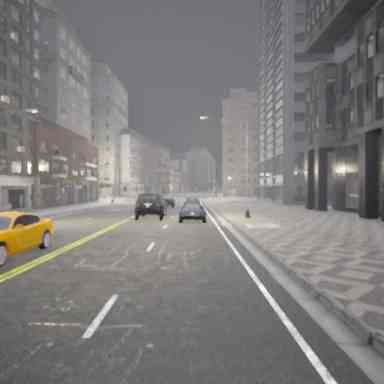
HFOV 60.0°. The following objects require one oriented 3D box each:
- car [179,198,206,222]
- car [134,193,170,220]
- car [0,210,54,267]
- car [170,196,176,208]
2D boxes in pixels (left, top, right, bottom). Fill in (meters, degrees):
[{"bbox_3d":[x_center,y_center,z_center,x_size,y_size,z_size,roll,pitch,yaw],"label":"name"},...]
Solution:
[{"bbox_3d":[0.039,1.434,24.838,1.994,1.385,4.181,0,0,0],"label":"car"},{"bbox_3d":[-3.202,1.088,26.693,2.150,2.045,5.566,0,1,0],"label":"car"},{"bbox_3d":[-6.519,1.439,11.413,1.882,1.535,5.008,0,0,0],"label":"car"},{"bbox_3d":[-3.233,1.231,44.152,1.882,1.535,5.008,0,1,0],"label":"car"}]
